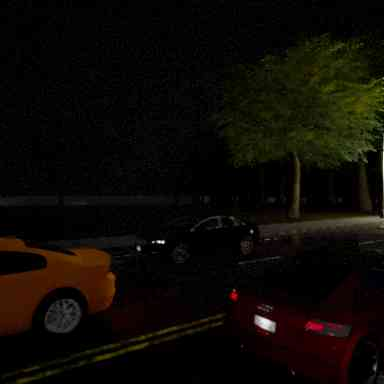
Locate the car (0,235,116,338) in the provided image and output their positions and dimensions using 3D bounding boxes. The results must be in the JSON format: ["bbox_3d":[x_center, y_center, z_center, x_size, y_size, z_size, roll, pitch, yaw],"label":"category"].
[{"bbox_3d":[-3.687,1.476,5.046,5.008,1.535,1.882,0,0,-35],"label":"car"}]

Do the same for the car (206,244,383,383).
[{"bbox_3d":[2.525,1.590,5.234,4.181,1.385,1.994,0,0,-35],"label":"car"}]

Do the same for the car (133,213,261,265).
[{"bbox_3d":[0.328,1.528,11.891,4.902,1.511,2.128,0,0,-35],"label":"car"}]
